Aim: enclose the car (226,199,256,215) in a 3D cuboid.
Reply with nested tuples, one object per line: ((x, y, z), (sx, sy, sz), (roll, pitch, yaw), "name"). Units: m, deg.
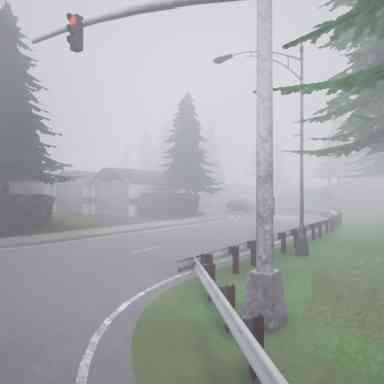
((5.409, 1.476, 34.545), (2.128, 1.511, 4.902), (1, 0, -26), "car")
